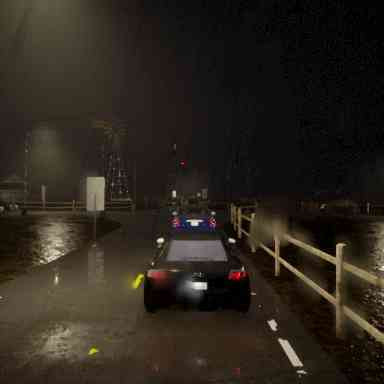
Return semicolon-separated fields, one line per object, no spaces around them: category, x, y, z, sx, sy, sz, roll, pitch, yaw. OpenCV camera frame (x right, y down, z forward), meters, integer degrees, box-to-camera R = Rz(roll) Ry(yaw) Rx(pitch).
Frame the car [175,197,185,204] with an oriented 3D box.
car;-2.709;1.879;75.151;1.994;1.385;4.181;0;0;0

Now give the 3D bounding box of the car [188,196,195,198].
car;0.143;1.730;57.822;1.812;1.442;4.674;0;0;0

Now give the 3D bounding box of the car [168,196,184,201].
car;-2.813;1.681;55.396;2.128;1.511;4.902;0;0;0

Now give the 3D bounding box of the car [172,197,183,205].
car;-2.757;1.731;65.200;1.882;1.535;5.008;0;0;1

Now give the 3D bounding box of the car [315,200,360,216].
car;16.315;1.730;37.614;4.553;1.767;2.097;1;-2;0

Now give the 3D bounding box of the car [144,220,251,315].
car;0.101;1.573;7.678;1.994;1.385;4.181;0;0;0

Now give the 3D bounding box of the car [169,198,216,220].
car;0.104;1.380;16.321;2.097;1.767;4.553;0;0;0

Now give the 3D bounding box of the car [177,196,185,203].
car;-2.700;1.883;85.280;1.882;1.535;5.008;0;0;0

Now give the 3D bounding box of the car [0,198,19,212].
car;-20.292;1.292;34.000;4.892;1.490;1.837;1;-2;0

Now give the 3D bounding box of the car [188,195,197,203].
car;0.048;1.739;82.269;2.097;1.767;4.553;0;0;0
